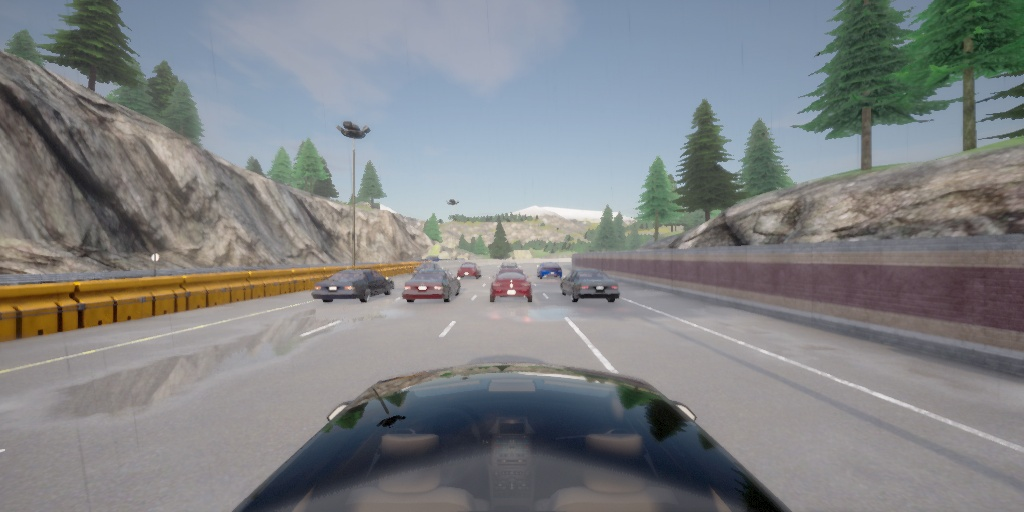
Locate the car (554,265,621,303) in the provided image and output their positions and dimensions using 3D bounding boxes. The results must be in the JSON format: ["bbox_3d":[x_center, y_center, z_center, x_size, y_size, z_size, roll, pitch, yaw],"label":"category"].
[{"bbox_3d":[3.446,1.310,16.699,2.033,1.411,5.357,0,0,-1],"label":"car"}]

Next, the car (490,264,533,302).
[{"bbox_3d":[-0.054,1.280,16.655,1.812,1.442,4.674,0,0,-1],"label":"car"}]

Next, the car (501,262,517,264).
[{"bbox_3d":[-0.244,1.243,31.654,2.128,1.511,4.902,0,0,-1],"label":"car"}]

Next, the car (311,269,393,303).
[{"bbox_3d":[-7.054,1.310,16.566,2.033,1.411,5.357,0,0,-1],"label":"car"}]

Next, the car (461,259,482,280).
[{"bbox_3d":[-3.744,1.280,31.609,1.812,1.442,4.674,0,0,-1],"label":"car"}]

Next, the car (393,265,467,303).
[{"bbox_3d":[-3.554,1.310,16.610,2.033,1.411,5.357,0,0,-1],"label":"car"}]

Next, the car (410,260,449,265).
[{"bbox_3d":[-7.243,1.310,31.565,2.033,1.411,5.357,0,0,-1],"label":"car"}]

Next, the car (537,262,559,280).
[{"bbox_3d":[3.256,1.232,31.698,1.882,1.535,5.008,0,0,-1],"label":"car"}]
